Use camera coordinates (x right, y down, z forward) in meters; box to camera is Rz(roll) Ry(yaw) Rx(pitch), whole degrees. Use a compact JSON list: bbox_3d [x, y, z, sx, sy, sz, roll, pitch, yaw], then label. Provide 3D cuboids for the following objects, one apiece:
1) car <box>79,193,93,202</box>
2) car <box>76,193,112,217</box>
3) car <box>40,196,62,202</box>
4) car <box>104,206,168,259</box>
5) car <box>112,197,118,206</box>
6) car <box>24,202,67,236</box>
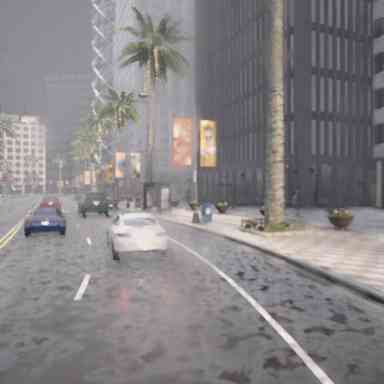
[{"bbox_3d":[-21.704,1.028,68.056,2.185,1.767,4.553,0,0,-23],"label":"car"},{"bbox_3d":[-8.938,1.075,29.989,2.150,2.045,5.566,0,0,-23],"label":"car"},{"bbox_3d":[-14.901,1.196,35.143,2.097,1.767,4.553,0,0,-23],"label":"car"},{"bbox_3d":[-2.130,1.459,12.352,1.812,1.442,4.674,0,0,-17],"label":"car"},{"bbox_3d":[-10.314,1.274,40.980,2.231,1.521,4.892,0,0,-23],"label":"car"},{"bbox_3d":[-7.913,1.483,18.168,1.994,1.385,4.181,0,0,-21],"label":"car"}]
